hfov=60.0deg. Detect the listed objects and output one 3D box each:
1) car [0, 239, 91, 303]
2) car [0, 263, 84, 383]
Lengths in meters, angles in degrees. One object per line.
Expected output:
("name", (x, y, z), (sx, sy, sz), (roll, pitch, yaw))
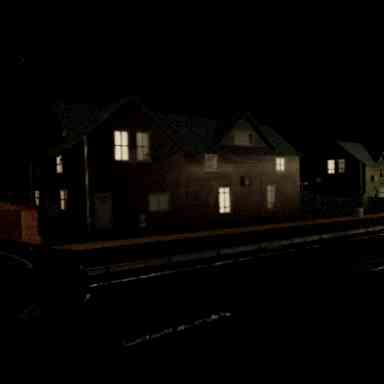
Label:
("car", (-4.008, 1.498, 4.818), (4.902, 1.511, 2.128), (-1, 0, -35))
("car", (-3.045, 1.546, 1.513), (4.674, 1.442, 1.812), (-1, 0, -35))
